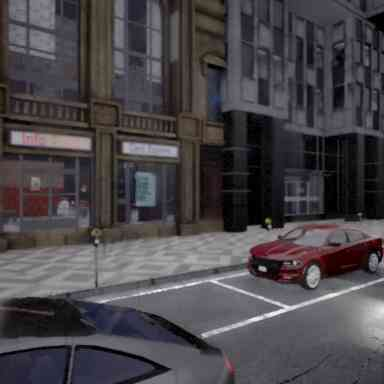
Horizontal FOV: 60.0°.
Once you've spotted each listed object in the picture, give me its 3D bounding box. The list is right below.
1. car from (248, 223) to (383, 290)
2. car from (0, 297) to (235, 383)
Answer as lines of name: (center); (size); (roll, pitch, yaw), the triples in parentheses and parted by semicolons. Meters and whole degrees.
car: (3.496, 1.571, 9.150); (4.507, 1.381, 1.887); (0, 0, -36)
car: (-1.636, 1.565, 2.206); (4.181, 1.385, 1.994); (0, 0, -35)
